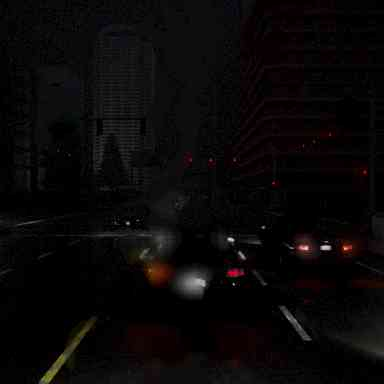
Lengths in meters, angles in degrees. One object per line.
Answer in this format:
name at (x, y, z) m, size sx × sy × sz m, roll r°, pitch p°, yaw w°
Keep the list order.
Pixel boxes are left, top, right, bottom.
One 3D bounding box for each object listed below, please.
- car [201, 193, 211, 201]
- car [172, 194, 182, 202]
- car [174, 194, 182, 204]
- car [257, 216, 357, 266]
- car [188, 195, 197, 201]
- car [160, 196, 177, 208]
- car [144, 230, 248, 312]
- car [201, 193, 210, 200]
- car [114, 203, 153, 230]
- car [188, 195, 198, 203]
car at (3.627, 1.493, 80.597) m, size 1.837 × 1.490 × 4.892 m, roll 0°, pitch 0°, yaw 0°
car at (-3.381, 1.355, 76.075) m, size 2.097 × 1.767 × 4.553 m, roll 0°, pitch 0°, yaw 0°
car at (-3.445, 1.492, 64.619) m, size 2.128 × 1.511 × 4.902 m, roll 0°, pitch 0°, yaw 1°
car at (3.607, 1.547, 11.437) m, size 2.033 × 1.411 × 5.357 m, roll 0°, pitch 0°, yaw 0°
car at (0.128, 1.534, 81.459) m, size 2.033 × 1.411 × 5.357 m, roll 0°, pitch 0°, yaw 0°
car at (-3.522, 1.601, 47.885) m, size 1.895 × 1.301 × 4.718 m, roll 0°, pitch 0°, yaw 0°
car at (0.081, 1.564, 7.820) m, size 1.994 × 1.385 × 4.181 m, roll 0°, pitch 0°, yaw 0°
car at (3.642, 1.207, 90.481) m, size 2.150 × 2.045 × 5.566 m, roll 0°, pitch 0°, yaw 0°
car at (-3.566, 1.490, 20.950) m, size 1.837 × 1.490 × 4.892 m, roll 0°, pitch 0°, yaw 0°
car at (0.208, 1.505, 69.033) m, size 1.837 × 1.490 × 4.892 m, roll 0°, pitch 0°, yaw 0°
